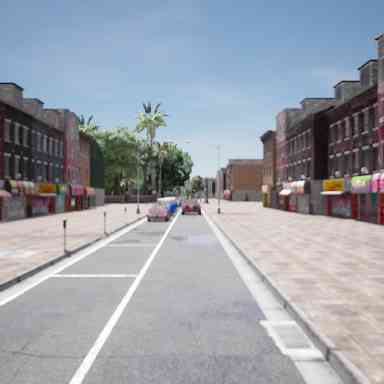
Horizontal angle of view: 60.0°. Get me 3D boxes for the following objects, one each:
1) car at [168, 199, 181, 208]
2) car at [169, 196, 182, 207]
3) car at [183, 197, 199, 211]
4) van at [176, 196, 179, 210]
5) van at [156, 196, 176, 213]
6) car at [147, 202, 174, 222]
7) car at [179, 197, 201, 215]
[{"bbox_3d":[-2.878,1.928,55.456,2.008,1.369,4.403,0,0,0],"label":"car"},{"bbox_3d":[-2.902,1.736,60.921,2.192,1.841,5.009,0,0,0],"label":"car"},{"bbox_3d":[-0.167,1.665,46.875,2.097,1.767,4.553,0,0,0],"label":"car"},{"bbox_3d":[-2.806,1.597,39.065,1.690,1.788,3.998,0,0,0],"label":"van"},{"bbox_3d":[-2.783,1.557,33.601,1.690,1.788,3.998,0,0,0],"label":"van"},{"bbox_3d":[-2.759,1.757,28.135,1.802,1.307,4.206,0,0,0],"label":"car"},{"bbox_3d":[-0.067,1.594,37.247,2.097,1.767,4.553,0,0,0],"label":"car"}]
